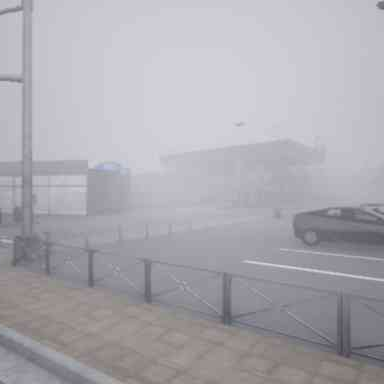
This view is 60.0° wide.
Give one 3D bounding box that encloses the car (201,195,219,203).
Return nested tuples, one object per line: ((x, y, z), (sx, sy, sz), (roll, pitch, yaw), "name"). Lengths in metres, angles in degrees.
((3.387, 1.403, 65.687), (2.242, 1.667, 4.611), (0, 0, 36), "car")

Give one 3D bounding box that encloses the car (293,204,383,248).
((6.173, 1.334, 12.612), (4.514, 1.523, 2.007), (0, 0, 36), "car")

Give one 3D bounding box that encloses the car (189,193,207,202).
((1.364, 1.224, 72.526), (1.905, 1.878, 3.866), (0, 0, 36), "car")
